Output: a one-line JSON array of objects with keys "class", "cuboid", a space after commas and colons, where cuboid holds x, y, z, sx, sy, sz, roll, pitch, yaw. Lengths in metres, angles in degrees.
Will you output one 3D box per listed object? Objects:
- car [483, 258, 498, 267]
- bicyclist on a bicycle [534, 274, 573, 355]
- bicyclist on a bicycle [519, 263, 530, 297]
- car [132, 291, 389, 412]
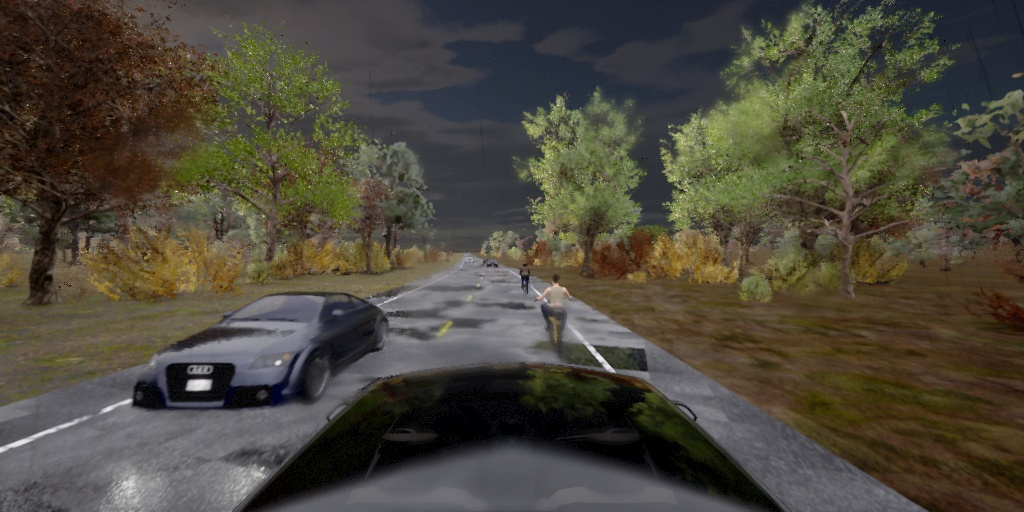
[{"class": "car", "cuboid": [-3.451, 1.259, 61.428, 1.895, 1.301, 4.718, 0, 0, -6]}, {"class": "bicyclist on a bicycle", "cuboid": [0.924, 1.186, 7.695, 0.866, 1.612, 1.509, 0, 0, -1]}, {"class": "bicyclist on a bicycle", "cuboid": [0.651, 1.199, 17.911, 0.582, 1.620, 1.656, 0, 0, -2]}, {"class": "car", "cuboid": [-3.659, 1.314, 6.159, 1.994, 1.385, 4.181, 0, 0, -1]}]
